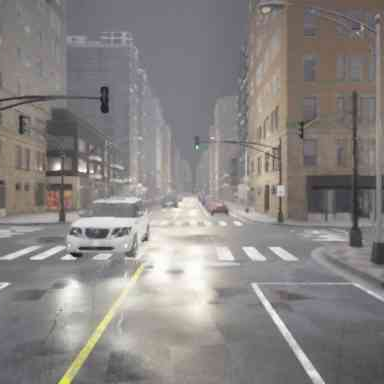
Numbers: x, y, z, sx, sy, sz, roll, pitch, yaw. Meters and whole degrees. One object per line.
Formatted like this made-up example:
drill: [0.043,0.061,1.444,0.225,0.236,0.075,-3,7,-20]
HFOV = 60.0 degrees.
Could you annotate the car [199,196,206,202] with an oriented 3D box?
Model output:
car: [2.666,1.628,84.019,1.752,1.417,4.829,1,0,0]

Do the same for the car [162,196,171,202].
car: [-5.859,1.676,78.180,1.802,1.307,4.206,1,0,0]

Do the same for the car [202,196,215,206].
car: [2.670,1.630,44.136,1.802,1.307,4.206,1,0,0]

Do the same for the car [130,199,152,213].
car: [-5.854,1.585,38.470,1.887,1.381,4.507,1,0,0]

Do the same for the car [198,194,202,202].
car: [2.672,1.377,55.483,2.192,1.841,5.009,1,0,0]

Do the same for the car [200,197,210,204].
car: [2.668,1.660,66.829,1.802,1.307,4.206,1,0,0]

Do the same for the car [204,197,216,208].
car: [2.671,1.623,38.462,1.802,1.307,4.206,1,0,0]

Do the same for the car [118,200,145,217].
car: [-5.854,1.579,32.797,1.887,1.381,4.507,1,0,0]

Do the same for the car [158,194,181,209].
car: [-3.005,1.377,46.488,2.150,2.045,5.566,0,2,0]

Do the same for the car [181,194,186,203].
car: [-3.008,1.627,73.293,2.033,1.411,5.357,0,0,0]

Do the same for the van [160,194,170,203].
van: [-5.856,1.427,72.508,1.690,1.788,3.998,1,0,0]

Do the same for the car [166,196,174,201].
car: [-5.860,1.676,89.526,1.947,1.339,4.313,1,0,0]

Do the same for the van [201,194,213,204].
van: [2.672,1.396,49.810,1.690,1.788,3.998,1,0,0]

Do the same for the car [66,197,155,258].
car: [-2.991,1.246,13.116,2.150,2.045,5.566,0,0,0]

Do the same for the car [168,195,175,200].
car: [-5.861,1.684,95.199,1.947,1.339,4.313,1,0,0]

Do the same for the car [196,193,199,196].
car: [2.668,1.426,89.523,2.192,1.841,5.009,1,0,0]

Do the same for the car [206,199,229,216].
car: [2.672,1.617,32.789,1.802,1.307,4.206,1,0,0]

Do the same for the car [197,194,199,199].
car: [2.667,1.660,78.176,1.947,1.339,4.313,1,0,0]

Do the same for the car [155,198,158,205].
car: [-5.856,1.644,55.489,1.802,1.307,4.206,1,0,0]

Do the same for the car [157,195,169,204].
car: [-5.856,1.518,66.834,1.967,1.590,4.097,1,0,0]
